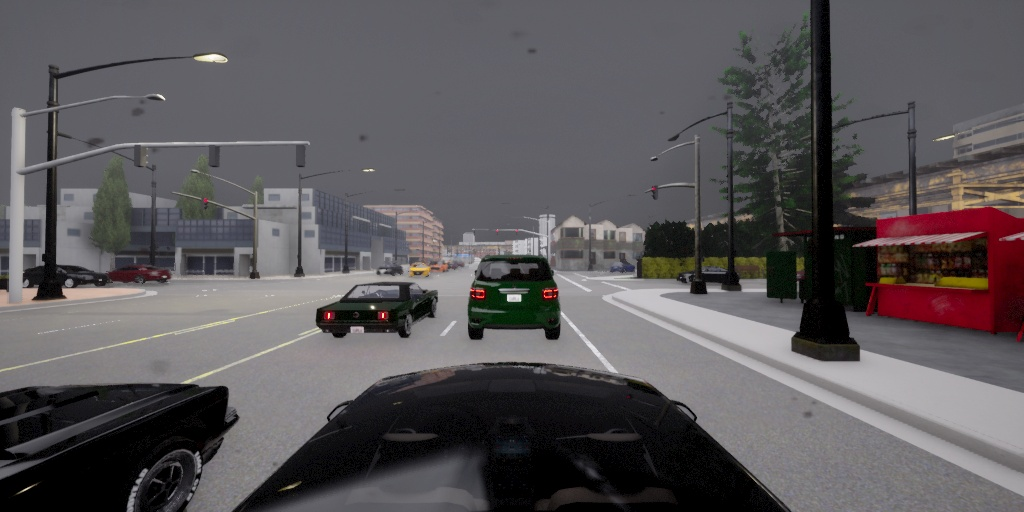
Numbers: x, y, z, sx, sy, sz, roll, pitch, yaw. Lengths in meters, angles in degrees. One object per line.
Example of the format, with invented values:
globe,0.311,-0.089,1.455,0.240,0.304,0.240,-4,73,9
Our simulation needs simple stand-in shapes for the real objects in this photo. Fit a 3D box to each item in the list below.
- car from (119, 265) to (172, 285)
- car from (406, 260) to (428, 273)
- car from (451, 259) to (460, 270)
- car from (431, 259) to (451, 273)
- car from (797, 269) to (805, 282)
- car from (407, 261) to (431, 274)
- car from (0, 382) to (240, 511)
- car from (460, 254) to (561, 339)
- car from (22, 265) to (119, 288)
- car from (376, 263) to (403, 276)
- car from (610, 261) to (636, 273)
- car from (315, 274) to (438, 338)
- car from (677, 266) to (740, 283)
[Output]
car,-28.676,1.413,27.291,4.674,1.442,1.812,0,-1,2
car,-14.119,1.524,53.685,2.097,1.767,4.553,0,-1,0
car,-10.596,1.721,61.658,1.994,1.385,4.181,0,0,0
car,-10.614,1.502,51.713,2.097,1.767,4.553,0,-1,0
car,23.250,1.409,27.020,4.674,1.442,1.812,0,-1,1
car,-9.903,1.510,38.295,1.882,1.535,5.008,0,-1,-12
car,-3.402,1.351,1.084,1.895,1.301,4.718,0,0,0
car,0.062,0.986,10.206,2.150,2.045,5.566,0,0,0
car,-29.637,1.343,23.733,4.892,1.490,1.837,0,-1,1
car,-14.128,1.556,41.601,2.128,1.511,4.902,0,0,0
car,16.072,1.572,51.739,4.553,1.767,2.097,1,-1,-45
car,-3.435,1.368,10.223,1.895,1.301,4.718,0,0,0
car,14.753,1.448,27.089,4.181,1.385,1.994,0,-1,0
